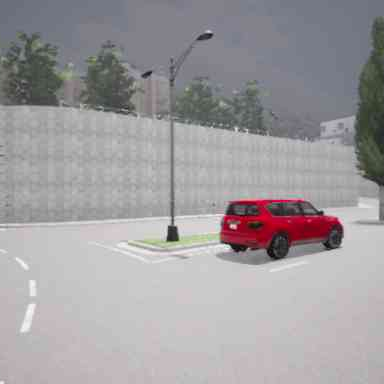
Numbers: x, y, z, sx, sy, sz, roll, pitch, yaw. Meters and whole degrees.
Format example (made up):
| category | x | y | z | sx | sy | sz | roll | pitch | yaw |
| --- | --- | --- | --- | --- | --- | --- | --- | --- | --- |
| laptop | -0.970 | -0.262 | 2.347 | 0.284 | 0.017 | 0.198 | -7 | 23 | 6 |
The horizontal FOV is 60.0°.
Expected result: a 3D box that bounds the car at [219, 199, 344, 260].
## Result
| category | x | y | z | sx | sy | sz | roll | pitch | yaw |
| --- | --- | --- | --- | --- | --- | --- | --- | --- | --- |
| car | 3.580 | 1.263 | 12.895 | 5.566 | 2.045 | 2.150 | 0 | -1 | -36 |
